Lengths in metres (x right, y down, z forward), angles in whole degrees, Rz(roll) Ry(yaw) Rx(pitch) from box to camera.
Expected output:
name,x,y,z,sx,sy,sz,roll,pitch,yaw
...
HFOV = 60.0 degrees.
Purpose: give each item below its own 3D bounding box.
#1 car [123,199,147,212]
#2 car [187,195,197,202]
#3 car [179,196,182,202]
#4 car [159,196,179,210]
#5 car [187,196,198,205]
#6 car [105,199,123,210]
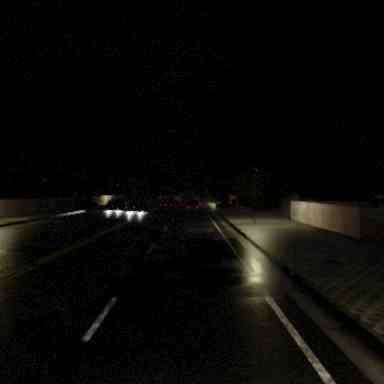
name,x,y,z,sx,sy,sz,roll,pitch,yaw
car,-6.577,1.585,39.757,1.994,1.385,4.181,0,0,0
car,0.009,1.588,77.288,2.128,1.511,4.902,0,0,0
car,-3.241,1.585,75.401,1.812,1.442,4.674,0,0,0
car,-3.145,1.572,42.529,2.033,1.411,5.357,0,0,0
car,0.107,1.567,57.808,1.812,1.442,4.674,0,0,0
car,-9.822,1.589,43.120,1.994,1.385,4.181,0,0,0
